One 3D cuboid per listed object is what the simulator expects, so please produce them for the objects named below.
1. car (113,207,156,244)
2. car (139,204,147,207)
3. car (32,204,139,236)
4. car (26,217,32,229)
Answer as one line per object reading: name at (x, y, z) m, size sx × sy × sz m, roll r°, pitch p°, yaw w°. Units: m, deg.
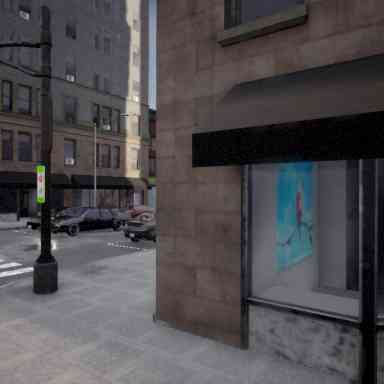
car at (-1.245, 1.573, 15.680) m, size 2.008 × 1.369 × 4.403 m, roll 0°, pitch 0°, yaw 35°
car at (-4.495, 1.583, 24.961) m, size 1.802 × 1.307 × 4.206 m, roll 0°, pitch 0°, yaw 35°
car at (-5.761, 1.553, 18.798) m, size 2.033 × 1.411 × 5.357 m, roll 0°, pitch 0°, yaw 35°
car at (-7.786, 1.563, 20.329) m, size 1.947 × 1.339 × 4.313 m, roll 0°, pitch 0°, yaw 35°
